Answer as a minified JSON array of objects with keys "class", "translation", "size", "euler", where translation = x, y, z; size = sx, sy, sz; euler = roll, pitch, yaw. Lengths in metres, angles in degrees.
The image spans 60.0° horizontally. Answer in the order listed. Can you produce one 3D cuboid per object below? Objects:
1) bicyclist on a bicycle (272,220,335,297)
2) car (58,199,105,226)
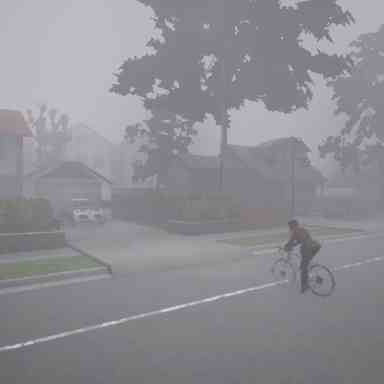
[{"class":"bicyclist on a bicycle","translation":[2.432,1.455,7.488],"size":[0.582,1.620,1.656],"euler":[0,-2,-36]},{"class":"car","translation":[-6.634,1.168,19.898],"size":[1.970,1.475,3.806],"euler":[0,0,-35]}]
